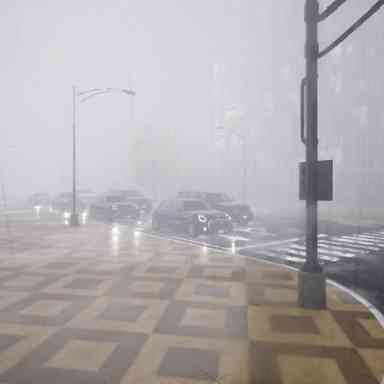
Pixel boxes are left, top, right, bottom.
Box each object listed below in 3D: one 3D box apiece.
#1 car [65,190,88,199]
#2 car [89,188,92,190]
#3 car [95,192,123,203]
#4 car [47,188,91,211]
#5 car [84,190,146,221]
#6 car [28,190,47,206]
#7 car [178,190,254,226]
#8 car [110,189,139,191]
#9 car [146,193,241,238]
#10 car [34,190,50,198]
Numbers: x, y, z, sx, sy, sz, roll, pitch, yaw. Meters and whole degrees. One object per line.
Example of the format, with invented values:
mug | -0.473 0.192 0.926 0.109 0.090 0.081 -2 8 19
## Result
car | -20.169 0.479 58.103 2.033 1.411 5.357 0 1 -40
car | -12.137 0.558 37.040 2.150 2.045 5.566 0 1 -37
car | -11.912 0.727 47.529 2.033 1.411 5.357 0 1 -36
car | -11.534 0.786 30.993 2.097 1.767 4.553 0 1 -38
car | -5.501 0.965 23.329 2.097 1.767 4.553 0 1 -38
car | -17.848 0.771 39.069 1.812 1.442 4.674 0 1 -38
car | 1.103 0.950 20.179 2.150 2.045 5.566 0 1 -40
car | -5.519 0.754 28.604 2.150 2.045 5.566 0 1 -38
car | -0.088 1.124 16.485 2.097 1.767 4.553 0 1 -38
car | -28.756 0.281 63.740 1.812 1.442 4.674 0 1 -38
